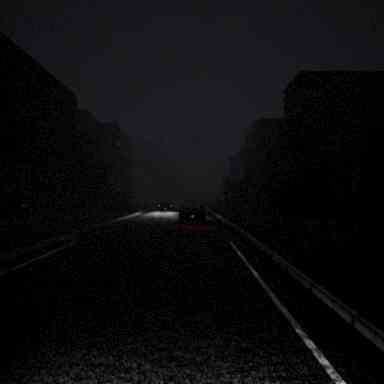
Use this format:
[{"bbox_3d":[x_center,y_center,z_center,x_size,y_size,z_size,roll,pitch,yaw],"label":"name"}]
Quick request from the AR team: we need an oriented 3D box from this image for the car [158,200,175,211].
[{"bbox_3d":[-3.096,1.652,40.863,1.895,1.301,4.718,0,0,0],"label":"car"}]

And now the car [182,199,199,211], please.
[{"bbox_3d":[-0.220,1.604,42.792,2.033,1.411,5.357,0,0,-1],"label":"car"}]

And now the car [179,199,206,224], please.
[{"bbox_3d":[0.008,1.509,25.336,1.882,1.535,5.008,0,0,-1],"label":"car"}]
